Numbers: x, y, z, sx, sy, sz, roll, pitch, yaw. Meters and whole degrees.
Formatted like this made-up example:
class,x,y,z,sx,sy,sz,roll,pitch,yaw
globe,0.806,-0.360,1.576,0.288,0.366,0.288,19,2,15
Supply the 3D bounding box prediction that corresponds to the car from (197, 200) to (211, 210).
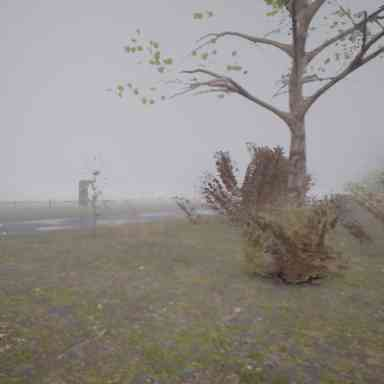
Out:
class,x,y,z,sx,sy,sz,roll,pitch,yaw
car,2.552,1.400,43.281,2.097,1.767,4.553,0,0,36
